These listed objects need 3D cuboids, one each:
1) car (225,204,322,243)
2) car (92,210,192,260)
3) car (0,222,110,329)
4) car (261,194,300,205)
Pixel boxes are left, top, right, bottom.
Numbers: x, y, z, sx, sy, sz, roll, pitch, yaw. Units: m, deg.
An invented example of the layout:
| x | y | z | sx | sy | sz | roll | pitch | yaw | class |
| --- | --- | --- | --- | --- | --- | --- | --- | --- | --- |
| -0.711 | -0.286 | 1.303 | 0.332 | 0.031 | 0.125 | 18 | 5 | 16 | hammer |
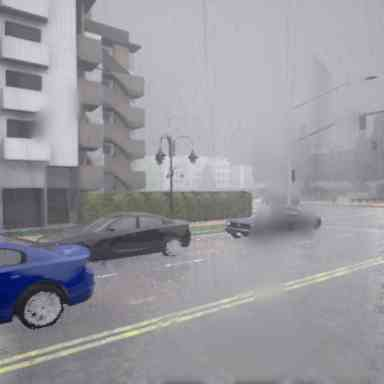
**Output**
| x | y | z | sx | sy | sz | roll | pitch | yaw | class |
| --- | --- | --- | --- | --- | --- | --- | --- | --- | --- |
| 3.758 | 1.417 | 15.177 | 4.718 | 1.301 | 1.895 | -1 | 1 | -36 | car |
| -2.349 | 1.411 | 10.894 | 5.008 | 1.535 | 1.882 | -1 | 1 | -35 | car |
| -4.132 | 1.484 | 5.325 | 5.008 | 1.535 | 1.882 | -1 | 1 | -35 | car |
| 10.353 | 1.020 | 39.163 | 1.837 | 1.490 | 4.892 | -1 | 1 | -38 | car |
